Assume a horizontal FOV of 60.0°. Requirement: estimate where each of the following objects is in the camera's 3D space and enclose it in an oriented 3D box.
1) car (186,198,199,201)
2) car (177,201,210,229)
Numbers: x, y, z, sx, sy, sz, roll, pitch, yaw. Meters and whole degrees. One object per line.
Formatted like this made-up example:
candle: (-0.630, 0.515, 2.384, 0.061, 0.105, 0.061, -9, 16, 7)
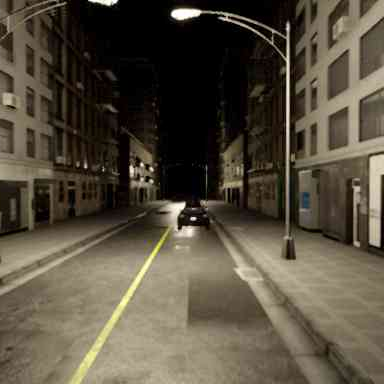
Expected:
car: (0.091, 1.441, 40.516, 2.128, 1.511, 4.902, 0, 0, 0)
car: (0.094, 1.533, 21.455, 1.994, 1.385, 4.181, 0, 0, 0)
